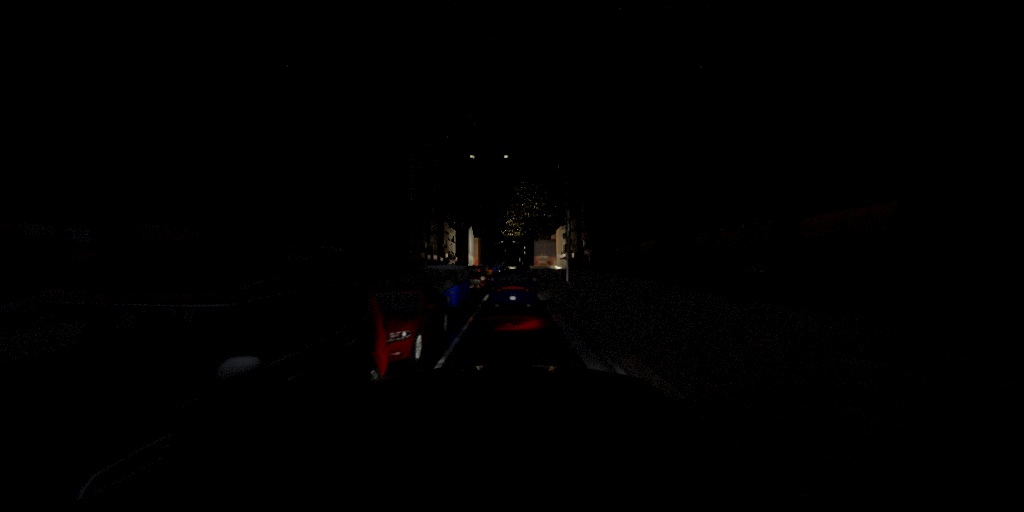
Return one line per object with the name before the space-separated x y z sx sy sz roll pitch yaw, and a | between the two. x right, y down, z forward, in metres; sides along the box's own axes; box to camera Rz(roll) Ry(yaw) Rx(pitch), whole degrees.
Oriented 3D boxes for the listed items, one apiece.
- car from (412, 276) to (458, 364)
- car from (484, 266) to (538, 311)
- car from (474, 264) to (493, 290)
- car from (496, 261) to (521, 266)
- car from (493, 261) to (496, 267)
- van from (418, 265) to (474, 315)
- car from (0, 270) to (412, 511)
car | -2.636 1.371 8.392 1.888 1.381 4.507 0 0 0
car | 0.055 1.383 15.423 1.882 1.535 5.008 0 0 1
car | -2.635 1.455 24.997 1.967 1.591 4.097 0 0 0
car | 0.046 1.415 29.212 2.097 1.767 4.553 0 -1 0
car | -3.022 1.681 42.715 1.801 1.575 5.366 0 -1 0
van | -2.635 1.230 13.927 1.690 1.789 3.998 0 0 0
car | -2.636 1.078 2.857 2.192 1.841 5.009 0 0 0
